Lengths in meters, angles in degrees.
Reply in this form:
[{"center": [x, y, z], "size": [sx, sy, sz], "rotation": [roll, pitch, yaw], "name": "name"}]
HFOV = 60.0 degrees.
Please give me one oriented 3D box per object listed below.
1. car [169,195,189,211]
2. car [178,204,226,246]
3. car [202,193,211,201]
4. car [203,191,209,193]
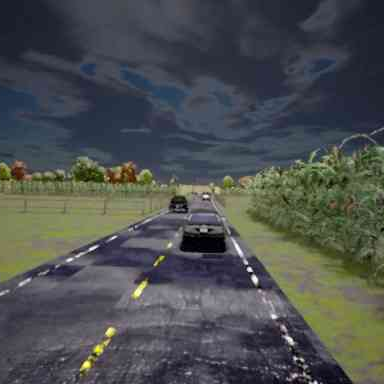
[{"center": [-1.315, 1.127, 35.288], "size": [1.882, 1.535, 5.008], "rotation": [2, 0, 2], "name": "car"}, {"center": [0.561, 1.514, 15.273], "size": [2.033, 1.411, 5.357], "rotation": [2, 0, 2], "name": "car"}, {"center": [3.212, 1.397, 76.364], "size": [1.895, 1.301, 4.718], "rotation": [2, 0, 2], "name": "car"}, {"center": [3.659, 0.891, 86.354], "size": [2.150, 2.045, 5.566], "rotation": [2, 0, 2], "name": "car"}]
